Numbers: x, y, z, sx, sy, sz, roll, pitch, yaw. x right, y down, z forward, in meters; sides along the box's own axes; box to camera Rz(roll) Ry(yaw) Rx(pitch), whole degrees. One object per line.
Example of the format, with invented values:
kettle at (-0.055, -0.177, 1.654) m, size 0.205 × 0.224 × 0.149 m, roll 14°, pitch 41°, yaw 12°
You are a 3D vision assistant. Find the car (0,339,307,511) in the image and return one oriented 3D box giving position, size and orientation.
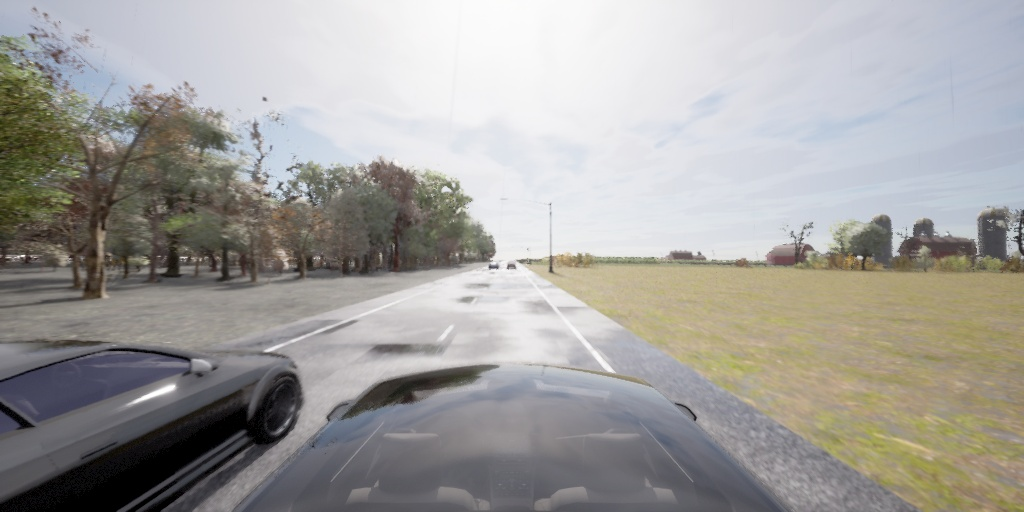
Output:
car at (-3.498, 1.313, 2.672) m, size 1.994 × 1.385 × 4.181 m, roll 0°, pitch -1°, yaw 0°
